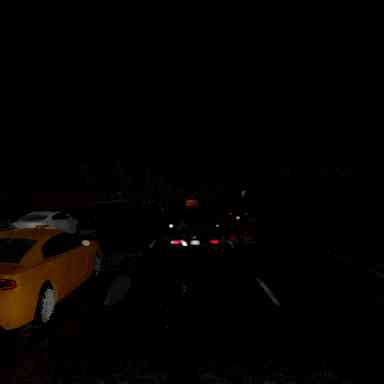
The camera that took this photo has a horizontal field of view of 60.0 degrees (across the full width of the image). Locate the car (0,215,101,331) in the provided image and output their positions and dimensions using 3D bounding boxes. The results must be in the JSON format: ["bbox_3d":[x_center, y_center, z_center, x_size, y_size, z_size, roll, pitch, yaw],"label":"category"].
[{"bbox_3d":[-3.402,1.514,7.105,1.882,1.535,5.008,0,0,0],"label":"car"}]

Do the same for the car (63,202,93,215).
[{"bbox_3d":[-10.413,1.657,29.977,1.837,1.490,4.892,0,0,0],"label":"car"}]

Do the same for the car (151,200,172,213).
[{"bbox_3d":[-3.419,1.694,40.710,2.128,1.511,4.902,0,0,0],"label":"car"}]

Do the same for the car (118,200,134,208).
[{"bbox_3d":[-10.425,1.867,53.473,1.895,1.301,4.718,0,0,0],"label":"car"}]

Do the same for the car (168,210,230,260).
[{"bbox_3d":[0.095,1.610,12.681,2.033,1.411,5.357,0,0,0],"label":"car"}]

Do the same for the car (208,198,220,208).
[{"bbox_3d":[3.577,1.752,52.774,2.128,1.511,4.902,0,0,0],"label":"car"}]

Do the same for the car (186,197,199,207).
[{"bbox_3d":[0.075,1.629,56.119,2.097,1.767,4.553,0,0,0],"label":"car"}]

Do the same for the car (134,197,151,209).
[{"bbox_3d":[-6.921,1.600,49.976,2.097,1.767,4.553,0,0,0],"label":"car"}]

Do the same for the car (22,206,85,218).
[{"bbox_3d":[-6.904,1.607,15.963,1.812,1.442,4.674,0,0,0],"label":"car"}]

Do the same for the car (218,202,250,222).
[{"bbox_3d":[3.586,1.738,28.045,1.895,1.301,4.718,0,0,0],"label":"car"}]
